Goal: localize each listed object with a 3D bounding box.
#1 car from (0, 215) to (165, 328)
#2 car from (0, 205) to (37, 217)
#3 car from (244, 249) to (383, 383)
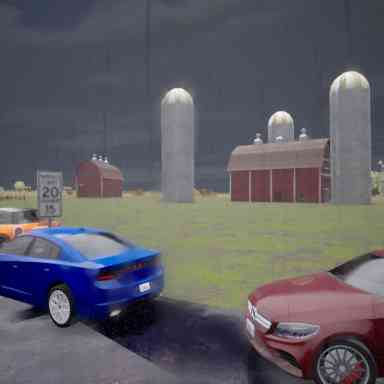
[{"bbox_3d":[-2.892,1.480,7.054,5.008,1.535,1.882,0,0,33],"label":"car"},{"bbox_3d":[-6.972,1.363,12.372,4.553,1.767,2.097,0,0,29],"label":"car"},{"bbox_3d":[3.080,1.557,4.635,4.674,1.442,1.812,1,0,-7],"label":"car"}]
